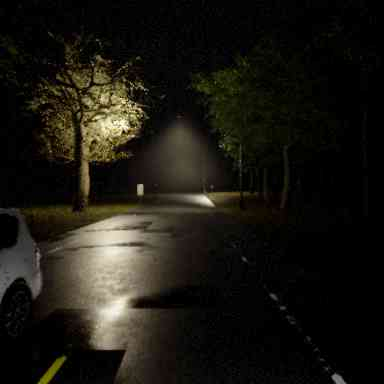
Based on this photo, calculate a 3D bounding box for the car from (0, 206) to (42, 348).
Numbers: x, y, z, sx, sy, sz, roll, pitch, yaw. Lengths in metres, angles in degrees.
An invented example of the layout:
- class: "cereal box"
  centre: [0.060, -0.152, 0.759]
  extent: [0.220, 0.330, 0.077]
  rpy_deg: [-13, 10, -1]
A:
- class: "car"
  centre: [-3.599, 1.220, 3.359]
  extent: [2.150, 2.045, 5.566]
  rpy_deg: [0, 0, 0]
